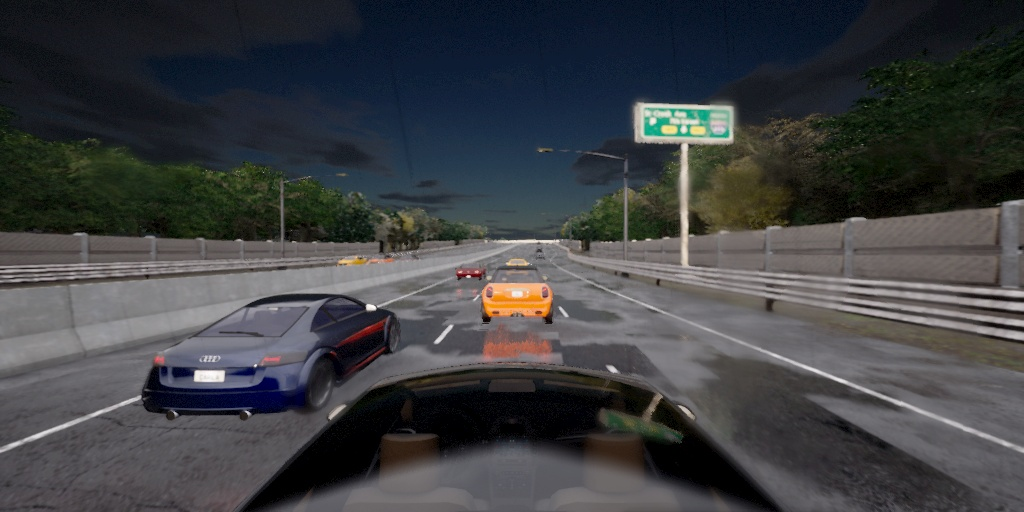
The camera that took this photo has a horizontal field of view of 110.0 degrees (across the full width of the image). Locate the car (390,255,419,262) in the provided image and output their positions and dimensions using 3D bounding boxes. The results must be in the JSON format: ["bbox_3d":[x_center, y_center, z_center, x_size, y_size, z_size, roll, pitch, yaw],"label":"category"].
[{"bbox_3d":[-13.235,0.657,45.530,2.097,1.767,4.553,0,1,2],"label":"car"}]

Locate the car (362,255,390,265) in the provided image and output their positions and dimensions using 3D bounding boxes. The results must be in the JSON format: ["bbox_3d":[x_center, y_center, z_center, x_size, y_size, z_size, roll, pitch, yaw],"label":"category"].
[{"bbox_3d":[-16.731,0.654,45.705,2.097,1.767,4.553,0,1,2],"label":"car"}]

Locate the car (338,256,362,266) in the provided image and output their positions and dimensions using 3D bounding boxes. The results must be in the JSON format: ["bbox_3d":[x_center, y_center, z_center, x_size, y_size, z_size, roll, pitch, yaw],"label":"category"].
[{"bbox_3d":[-20.235,0.781,45.677,1.882,1.535,5.008,0,1,2],"label":"car"}]

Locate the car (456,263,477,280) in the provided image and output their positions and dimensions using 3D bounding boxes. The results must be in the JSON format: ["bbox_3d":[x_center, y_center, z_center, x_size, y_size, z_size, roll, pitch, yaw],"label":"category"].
[{"bbox_3d":[-3.079,1.167,28.105,1.895,1.301,4.718,0,1,1],"label":"car"}]

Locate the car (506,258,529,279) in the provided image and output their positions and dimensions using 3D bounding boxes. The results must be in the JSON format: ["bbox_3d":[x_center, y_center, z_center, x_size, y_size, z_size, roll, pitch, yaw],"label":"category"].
[{"bbox_3d":[0.498,1.005,31.068,1.882,1.535,5.008,0,1,1],"label":"car"}]

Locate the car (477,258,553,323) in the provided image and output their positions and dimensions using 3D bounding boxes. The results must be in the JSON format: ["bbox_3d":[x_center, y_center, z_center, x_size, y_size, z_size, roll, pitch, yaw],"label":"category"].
[{"bbox_3d":[0.167,1.075,12.181,2.097,1.767,4.553,0,0,1],"label":"car"}]

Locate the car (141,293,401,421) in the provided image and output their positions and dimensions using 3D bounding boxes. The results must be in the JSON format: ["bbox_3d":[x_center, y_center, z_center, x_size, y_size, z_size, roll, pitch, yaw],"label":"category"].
[{"bbox_3d":[-3.377,1.309,6.019,1.994,1.385,4.181,0,0,0],"label":"car"}]
